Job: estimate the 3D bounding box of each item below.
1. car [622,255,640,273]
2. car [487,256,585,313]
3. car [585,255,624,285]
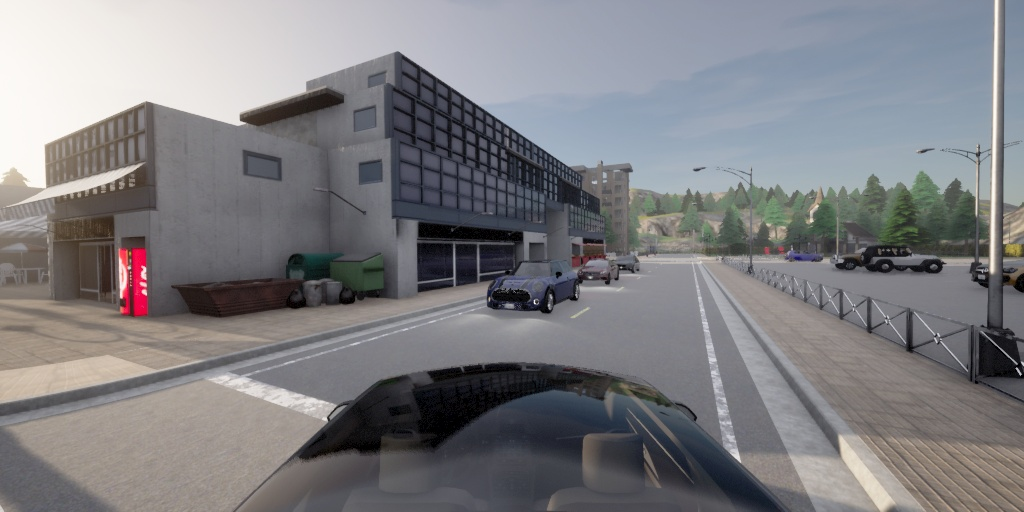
[{"bbox_3d":[9.969,0.642,31.299,1.837,1.490,4.892,0,1,27],"label":"car"},{"bbox_3d":[0.917,0.910,13.060,2.097,1.767,4.553,0,1,26],"label":"car"},{"bbox_3d":[5.401,0.875,22.112,1.812,1.442,4.674,0,1,26],"label":"car"}]
